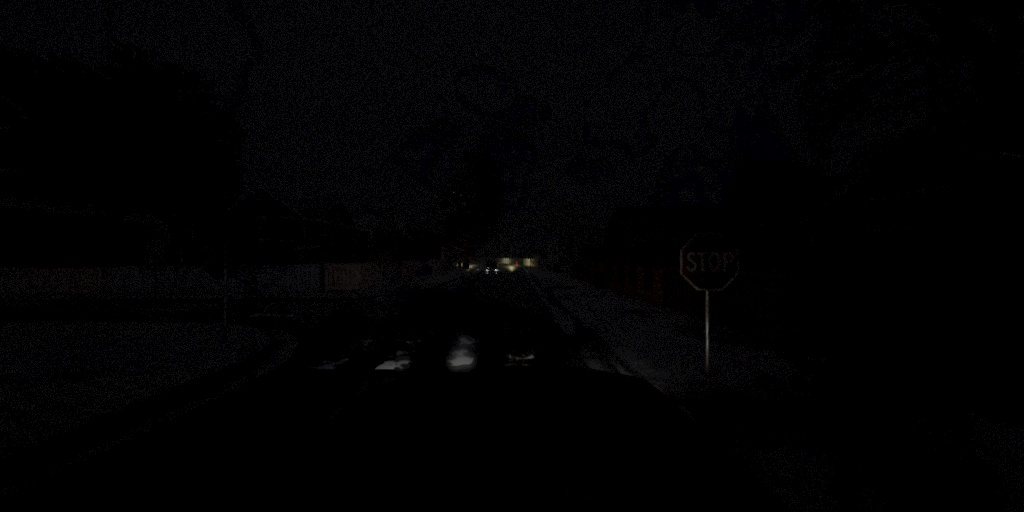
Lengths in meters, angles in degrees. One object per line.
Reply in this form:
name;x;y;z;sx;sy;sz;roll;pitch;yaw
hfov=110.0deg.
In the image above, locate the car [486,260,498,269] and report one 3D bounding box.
car;-3.353;1.352;58.608;1.895;1.301;4.718;0;0;-4
